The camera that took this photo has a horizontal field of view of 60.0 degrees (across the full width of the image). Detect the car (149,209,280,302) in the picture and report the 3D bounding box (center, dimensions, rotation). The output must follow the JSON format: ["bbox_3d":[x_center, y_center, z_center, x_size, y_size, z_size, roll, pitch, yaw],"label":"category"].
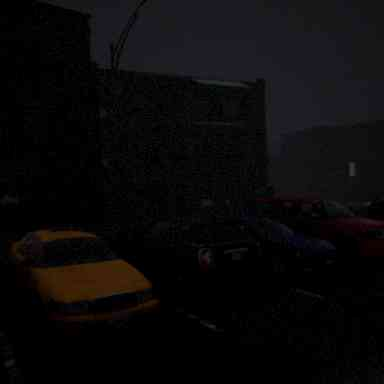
[{"bbox_3d":[-0.277,1.386,8.765,2.185,1.767,4.553,0,0,-35],"label":"car"}]

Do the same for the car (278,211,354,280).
[{"bbox_3d":[2.007,1.511,10.436,2.097,1.535,5.008,0,0,-35],"label":"car"}]

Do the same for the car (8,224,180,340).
[{"bbox_3d":[-2.584,1.491,6.932,1.946,1.575,5.366,1,0,-35],"label":"car"}]

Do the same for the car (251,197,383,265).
[{"bbox_3d":[4.423,1.234,12.116,2.435,2.045,5.566,0,0,-35],"label":"car"}]
